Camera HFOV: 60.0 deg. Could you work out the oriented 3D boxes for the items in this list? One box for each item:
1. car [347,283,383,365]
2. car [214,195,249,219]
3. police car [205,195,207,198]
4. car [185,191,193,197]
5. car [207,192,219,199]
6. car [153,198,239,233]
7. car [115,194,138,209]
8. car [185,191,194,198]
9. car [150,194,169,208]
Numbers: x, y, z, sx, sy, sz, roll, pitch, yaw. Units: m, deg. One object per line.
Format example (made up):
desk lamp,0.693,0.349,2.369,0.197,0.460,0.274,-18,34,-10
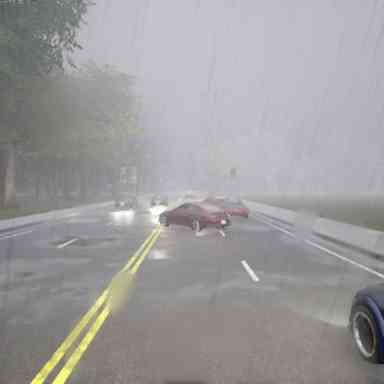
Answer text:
car,3.225,1.517,3.077,1.994,1.385,4.181,0,1,0
car,3.038,1.197,25.074,1.994,1.385,4.181,0,1,0
police car,2.851,0.826,47.071,2.038,1.542,4.974,0,1,0
car,-0.692,0.374,81.454,1.812,1.442,4.674,0,1,0
car,2.945,1.001,36.072,1.812,1.442,4.674,0,1,0
car,0.079,1.262,17.960,1.812,1.442,4.674,-1,1,-39
car,-6.891,0.980,35.297,2.128,1.511,4.902,0,1,0
car,-0.526,0.627,68.457,1.895,1.301,4.718,0,1,0
car,-3.661,0.938,38.172,2.128,1.511,4.902,0,1,0
